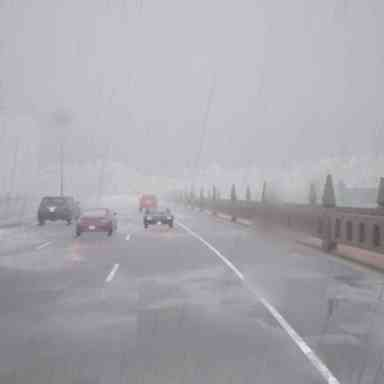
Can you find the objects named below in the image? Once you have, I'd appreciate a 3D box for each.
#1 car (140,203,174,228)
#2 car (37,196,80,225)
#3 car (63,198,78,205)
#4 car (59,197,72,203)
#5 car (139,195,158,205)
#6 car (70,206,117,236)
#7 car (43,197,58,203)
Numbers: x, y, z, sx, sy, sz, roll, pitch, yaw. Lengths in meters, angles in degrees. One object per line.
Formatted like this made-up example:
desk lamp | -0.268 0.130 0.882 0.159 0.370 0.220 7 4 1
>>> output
car | -2.402 1.660 22.987 1.895 1.301 4.718 0 0 -9
car | -9.799 1.313 24.884 2.150 2.045 5.566 0 0 -9
car | -23.672 1.827 65.019 1.895 1.301 4.718 0 0 -9
car | -29.148 1.812 76.590 1.994 1.385 4.181 0 0 -9
car | -5.423 1.331 41.365 2.150 2.045 5.566 0 0 -9
car | -5.281 1.587 18.705 1.812 1.442 4.674 0 0 -9
car | -32.806 1.807 77.248 2.033 1.411 5.357 0 0 -9
